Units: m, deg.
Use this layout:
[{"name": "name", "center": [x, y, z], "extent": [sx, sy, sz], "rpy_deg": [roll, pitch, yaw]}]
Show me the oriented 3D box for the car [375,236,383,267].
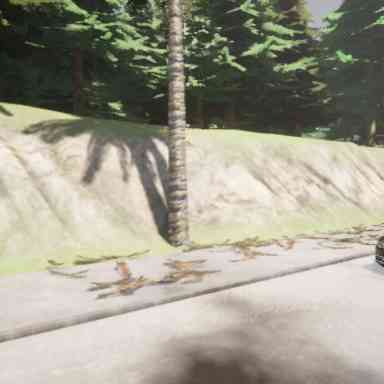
[{"name": "car", "center": [7.273, 1.412, 9.786], "extent": [4.902, 1.511, 2.128], "rpy_deg": [0, 0, -35]}]
